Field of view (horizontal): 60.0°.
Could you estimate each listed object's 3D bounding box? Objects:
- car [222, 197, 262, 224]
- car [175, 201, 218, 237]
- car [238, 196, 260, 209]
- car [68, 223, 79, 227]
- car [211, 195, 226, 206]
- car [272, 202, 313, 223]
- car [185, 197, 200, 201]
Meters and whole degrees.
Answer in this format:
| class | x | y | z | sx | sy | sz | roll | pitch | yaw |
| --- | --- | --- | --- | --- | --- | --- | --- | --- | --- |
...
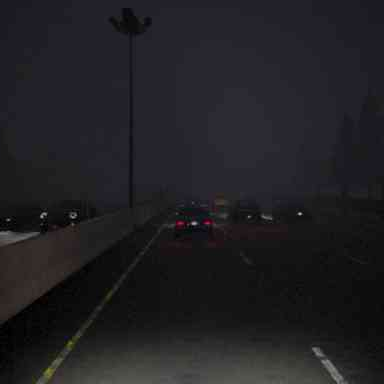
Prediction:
| class | x | y | z | sx | sy | sz | roll | pitch | yaw |
| --- | --- | --- | --- | --- | --- | --- | --- | --- | --- |
| car | 3.585 | 1.328 | 23.267 | 2.128 | 1.511 | 4.902 | 0 | 0 | 0 |
| car | 0.089 | 1.425 | 17.214 | 2.033 | 1.411 | 5.357 | 0 | 0 | 0 |
| car | 7.073 | 1.270 | 41.670 | 1.994 | 1.385 | 4.181 | 0 | 0 | 0 |
| car | -7.111 | 1.213 | 19.567 | 2.097 | 1.767 | 4.553 | 0 | 0 | 0 |
| car | 3.573 | 1.176 | 42.673 | 1.882 | 1.535 | 5.008 | 0 | 1 | 0 |
| car | 7.085 | 1.396 | 23.842 | 1.994 | 1.385 | 4.181 | 0 | 0 | 0 |
| car | 0.074 | 1.269 | 41.834 | 1.994 | 1.385 | 4.181 | 0 | 0 | 0 |
